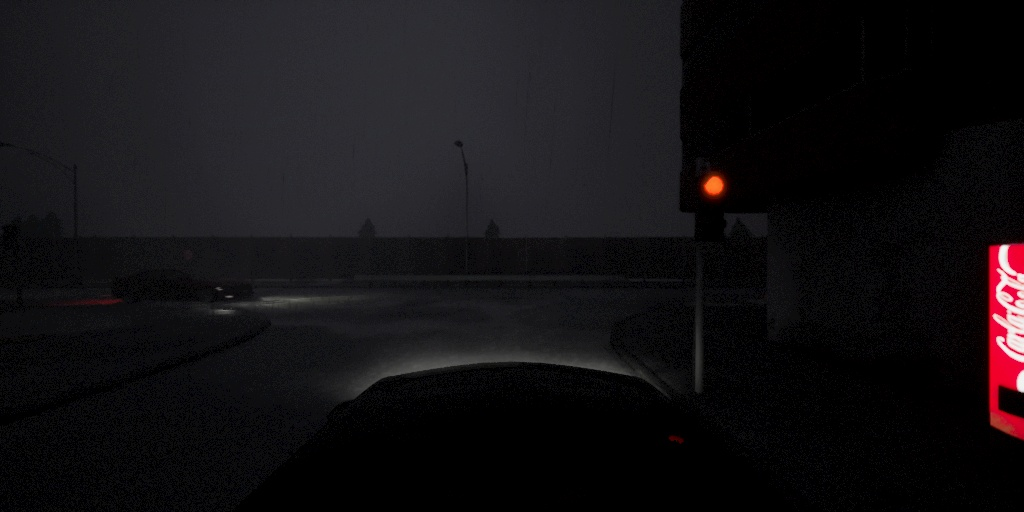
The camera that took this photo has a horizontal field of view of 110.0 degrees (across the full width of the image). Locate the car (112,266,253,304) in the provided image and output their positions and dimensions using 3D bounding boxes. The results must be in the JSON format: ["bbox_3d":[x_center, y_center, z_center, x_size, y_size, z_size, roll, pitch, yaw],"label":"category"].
[{"bbox_3d":[-13.786,1.208,15.189,5.008,1.535,1.882,1,0,0],"label":"car"}]
